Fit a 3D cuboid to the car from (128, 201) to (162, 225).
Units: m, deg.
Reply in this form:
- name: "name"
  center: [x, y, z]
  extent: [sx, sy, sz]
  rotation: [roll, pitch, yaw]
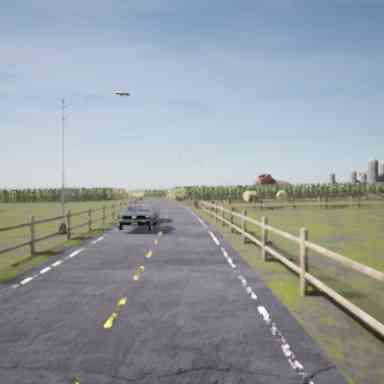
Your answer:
- name: "car"
  center: [-3.451, 1.498, 25.500]
  extent: [2.128, 1.511, 4.902]
  rotation: [0, 0, -2]

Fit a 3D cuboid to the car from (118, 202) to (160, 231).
- name: "car"
  center: [-3.170, 1.403, 19.897]
  extent: [1.895, 1.301, 4.718]
  rotation: [0, 0, -2]
